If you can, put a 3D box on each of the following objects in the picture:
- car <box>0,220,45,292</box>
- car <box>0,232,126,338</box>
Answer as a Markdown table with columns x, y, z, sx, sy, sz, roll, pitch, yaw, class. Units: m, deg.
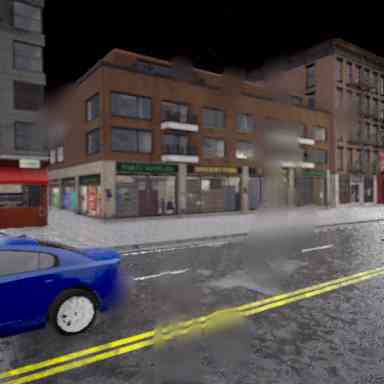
| x | y | z | sx | sy | sz | roll | pitch | yaw | class |
| --- | --- | --- | --- | --- | --- | --- | --- | --- | --- |
| -5.967 | 1.529 | 7.372 | 4.674 | 1.442 | 1.812 | 0 | 0 | -35 | car |
| -3.520 | 1.478 | 5.123 | 5.008 | 1.535 | 1.882 | 0 | 0 | -35 | car |
